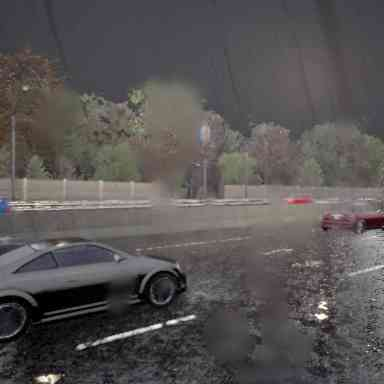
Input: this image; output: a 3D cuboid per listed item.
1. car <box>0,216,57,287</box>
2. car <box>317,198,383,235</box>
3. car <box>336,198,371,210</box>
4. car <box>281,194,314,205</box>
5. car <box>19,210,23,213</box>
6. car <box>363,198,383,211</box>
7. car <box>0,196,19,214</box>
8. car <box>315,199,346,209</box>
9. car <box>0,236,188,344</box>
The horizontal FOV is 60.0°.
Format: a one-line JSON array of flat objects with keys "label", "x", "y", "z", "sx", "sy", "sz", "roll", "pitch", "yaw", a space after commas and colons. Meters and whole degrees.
[{"label": "car", "x": -6.097, "y": 1.500, "z": 7.992, "sx": 5.008, "sy": 1.535, "sz": 1.882, "roll": 0, "pitch": 0, "yaw": -35}, {"label": "car", "x": 9.521, "y": 1.389, "z": 19.125, "sx": 4.553, "sy": 1.767, "sz": 2.097, "roll": 0, "pitch": 0, "yaw": -35}, {"label": "car", "x": 22.103, "y": 1.595, "z": 45.478, "sx": 4.902, "sy": 1.511, "sz": 2.128, "roll": 0, "pitch": 0, "yaw": -35}, {"label": "car", "x": 15.753, "y": 1.334, "z": 49.549, "sx": 5.566, "sy": 2.045, "sz": 2.150, "roll": 0, "pitch": 0, "yaw": -35}, {"label": "car", "x": -14.395, "y": 1.625, "z": 23.817, "sx": 4.181, "sy": 1.385, "sz": 1.994, "roll": 0, "pitch": 0, "yaw": -36}, {"label": "car", "x": 24.242, "y": 1.588, "z": 42.708, "sx": 4.902, "sy": 1.511, "sz": 2.128, "roll": 0, "pitch": 0, "yaw": -35}, {"label": "car", "x": -13.816, "y": 1.274, "z": 19.931, "sx": 5.566, "sy": 2.045, "sz": 2.150, "roll": 0, "pitch": 0, "yaw": -35}, {"label": "car", "x": 20.176, "y": 1.712, "z": 48.398, "sx": 4.718, "sy": 1.301, "sz": 1.895, "roll": 0, "pitch": 0, "yaw": -35}, {"label": "car", "x": -2.153, "y": 1.580, "z": 6.505, "sx": 4.181, "sy": 1.385, "sz": 1.994, "roll": 0, "pitch": 0, "yaw": -35}]
